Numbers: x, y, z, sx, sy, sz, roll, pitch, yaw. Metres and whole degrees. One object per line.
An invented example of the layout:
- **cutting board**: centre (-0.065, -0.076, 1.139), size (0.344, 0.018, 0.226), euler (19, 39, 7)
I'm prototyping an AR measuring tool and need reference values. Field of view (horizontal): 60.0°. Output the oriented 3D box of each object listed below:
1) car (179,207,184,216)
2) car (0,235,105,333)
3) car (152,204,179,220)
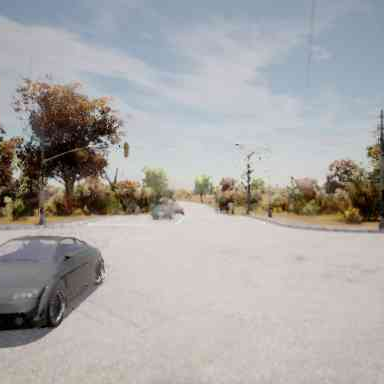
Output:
- **car**: centre (-2.344, 3.329, 58.161), size (1.882, 1.535, 5.008), euler (0, -3, 1)
- **car**: centre (-3.273, 1.640, 6.983), size (1.994, 1.385, 4.181), euler (0, -1, 1)
- **car**: centre (-2.803, 1.985, 32.896), size (2.128, 1.511, 4.902), euler (0, -2, 1)
